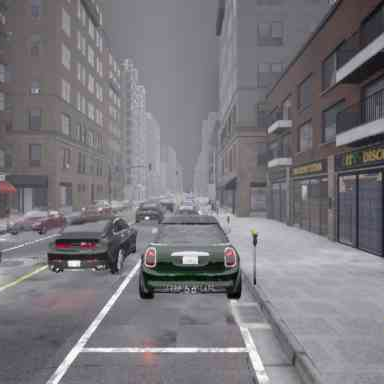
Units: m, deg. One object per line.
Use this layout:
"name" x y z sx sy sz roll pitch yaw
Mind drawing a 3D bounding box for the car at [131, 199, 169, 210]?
"car" -3.021 1.504 24.807 1.837 1.490 4.892 0 0 0

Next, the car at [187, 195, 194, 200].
"car" -0.383 1.575 90.427 1.802 1.307 4.206 0 0 0

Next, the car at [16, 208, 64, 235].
"car" -8.408 1.582 18.538 1.802 1.307 4.206 0 0 0

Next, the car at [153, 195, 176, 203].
"car" -2.923 1.477 37.171 1.882 1.535 5.008 0 0 0

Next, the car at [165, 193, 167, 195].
"car" -8.408 1.518 90.251 1.752 1.417 4.829 0 0 0

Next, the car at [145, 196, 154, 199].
"car" -8.408 1.549 67.693 2.008 1.369 4.403 0 0 0

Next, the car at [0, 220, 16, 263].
"car" -5.869 1.526 6.897 1.812 1.442 4.674 0 0 0

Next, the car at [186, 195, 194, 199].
"car" -0.383 1.440 35.101 1.967 1.590 4.097 0 0 0

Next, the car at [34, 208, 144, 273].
"car" -2.922 1.506 10.676 1.837 1.490 4.892 0 0 0

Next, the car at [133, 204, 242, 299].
"car" -0.033 1.352 8.620 2.097 1.767 4.553 0 0 0

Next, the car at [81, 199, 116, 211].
"car" -8.408 1.440 29.575 1.967 1.590 4.097 0 0 0

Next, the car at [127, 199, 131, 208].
"car" -8.408 1.551 40.611 2.008 1.369 4.403 0 0 0

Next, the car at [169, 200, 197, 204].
"car" -0.383 1.551 24.063 2.008 1.369 4.403 0 0 0

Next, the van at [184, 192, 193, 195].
"van" -0.383 1.339 67.702 1.690 1.788 3.998 0 0 0

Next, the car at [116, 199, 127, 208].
"car" -8.408 1.525 34.923 1.752 1.417 4.829 0 0 0

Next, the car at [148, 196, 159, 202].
"car" -8.408 1.542 73.374 1.887 1.381 4.507 0 0 0

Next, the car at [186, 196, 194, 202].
"car" -0.383 1.579 79.064 1.802 1.307 4.206 0 0 0
